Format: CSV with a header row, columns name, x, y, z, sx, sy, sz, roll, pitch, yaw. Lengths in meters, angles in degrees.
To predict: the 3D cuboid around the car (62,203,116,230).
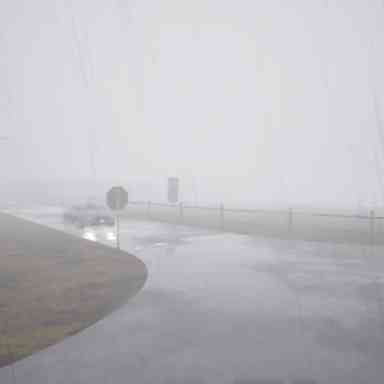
name,x,y,z,sx,sy,sz,roll,pitch,yaw
car,-6.144,1.341,19.662,1.994,1.385,4.181,0,1,-39
